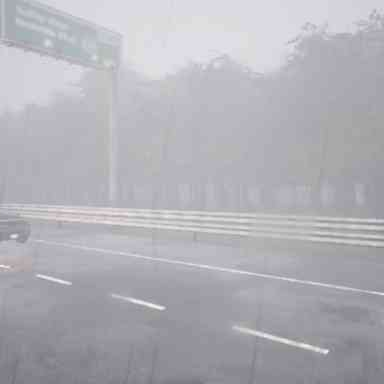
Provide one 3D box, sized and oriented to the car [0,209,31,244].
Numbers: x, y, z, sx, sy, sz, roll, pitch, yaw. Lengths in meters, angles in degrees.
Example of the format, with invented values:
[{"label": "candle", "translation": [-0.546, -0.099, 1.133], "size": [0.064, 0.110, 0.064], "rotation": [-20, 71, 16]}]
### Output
[{"label": "car", "translation": [-9.003, 1.506, 14.589], "size": [4.892, 1.490, 1.837], "rotation": [0, 0, 35]}]
